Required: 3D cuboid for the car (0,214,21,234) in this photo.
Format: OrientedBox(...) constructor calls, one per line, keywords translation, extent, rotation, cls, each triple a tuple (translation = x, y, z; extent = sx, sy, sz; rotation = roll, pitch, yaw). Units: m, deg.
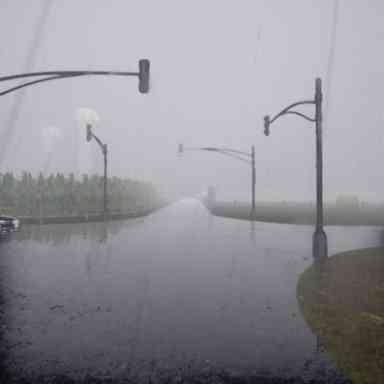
OrientedBox(translation=(-11.202, 1.417, 16.536), extent=(4.902, 1.511, 2.128), rotation=(0, -1, -3), cls="car")
